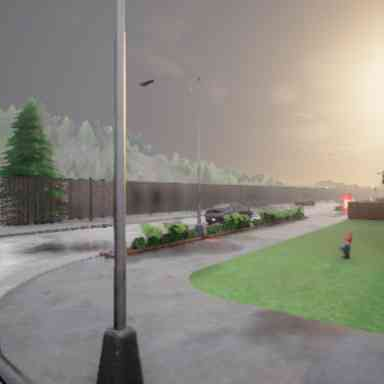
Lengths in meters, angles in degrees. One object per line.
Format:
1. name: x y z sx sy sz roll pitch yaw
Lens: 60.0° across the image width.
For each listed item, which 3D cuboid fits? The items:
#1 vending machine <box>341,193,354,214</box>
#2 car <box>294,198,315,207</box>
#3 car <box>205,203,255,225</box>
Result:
1. vending machine: 16.214 1.198 34.756 1.100 2.100 0.880 0 0 35
2. car: 17.124 1.607 50.480 1.895 1.301 4.718 0 0 36
3. car: 2.782 1.509 23.161 1.837 1.490 4.892 0 0 36
